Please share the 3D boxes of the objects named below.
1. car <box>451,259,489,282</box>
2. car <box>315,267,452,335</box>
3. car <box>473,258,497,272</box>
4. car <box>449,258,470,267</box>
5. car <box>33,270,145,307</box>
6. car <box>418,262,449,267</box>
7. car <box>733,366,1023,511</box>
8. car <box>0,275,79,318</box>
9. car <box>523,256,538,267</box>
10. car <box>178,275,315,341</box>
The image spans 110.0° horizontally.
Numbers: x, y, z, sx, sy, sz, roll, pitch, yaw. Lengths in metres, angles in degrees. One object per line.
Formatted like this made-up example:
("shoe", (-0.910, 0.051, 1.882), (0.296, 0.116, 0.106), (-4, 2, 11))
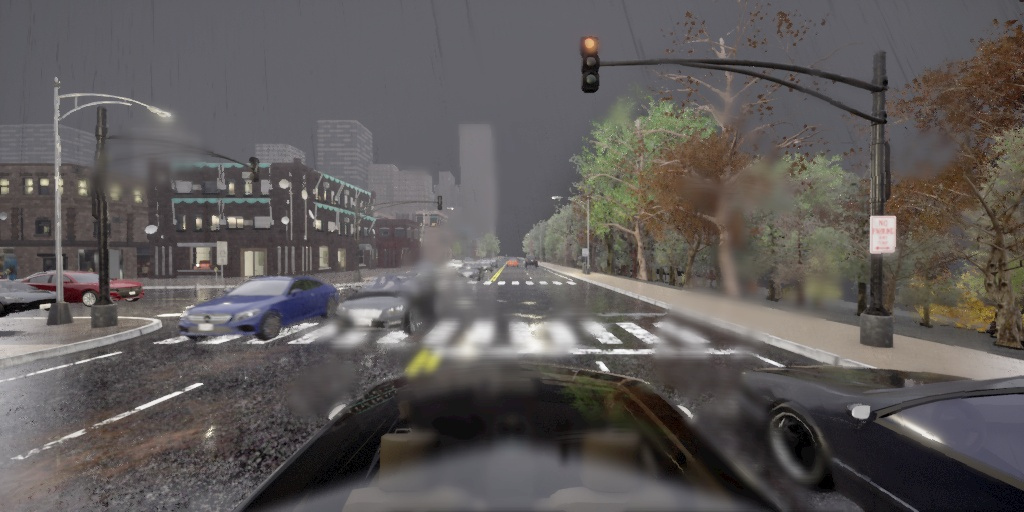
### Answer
("car", (-3.318, 1.233, 29.415), (2.128, 1.511, 4.902), (0, 0, 0))
("car", (-3.340, 1.240, 10.574), (2.128, 1.511, 4.902), (0, 0, 0))
("car", (-3.297, 1.228, 44.464), (2.128, 1.511, 4.902), (0, 0, 0))
("car", (-6.550, 1.261, 43.408), (1.812, 1.442, 4.674), (0, 0, 0))
("car", (-19.822, 1.448, 16.363), (5.008, 1.535, 1.882), (-1, 1, 0))
("car", (-6.569, 1.247, 28.506), (1.837, 1.490, 4.892), (0, 0, 0))
("car", (3.350, 1.297, 1.482), (2.033, 1.411, 5.357), (0, 0, 0))
("car", (-19.933, 1.564, 13.658), (4.313, 1.339, 1.948), (0, 0, 0))
("car", (3.424, 0.948, 64.229), (2.150, 2.045, 5.566), (0, 0, 0))
("car", (-6.591, 1.276, 10.053), (1.812, 1.442, 4.674), (0, 0, 0))
